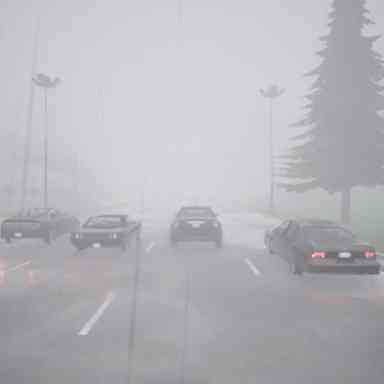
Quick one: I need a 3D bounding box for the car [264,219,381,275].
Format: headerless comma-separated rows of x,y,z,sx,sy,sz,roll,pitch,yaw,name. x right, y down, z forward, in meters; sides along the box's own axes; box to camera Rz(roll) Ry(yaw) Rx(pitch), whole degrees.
3.644,1.541,10.393,2.033,1.411,5.357,0,0,0,car

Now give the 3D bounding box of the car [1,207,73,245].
-6.820,1.465,15.499,2.128,1.511,4.902,0,0,0,car

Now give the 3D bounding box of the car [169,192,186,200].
-3.060,1.139,71.675,2.150,2.045,5.566,0,0,3,car

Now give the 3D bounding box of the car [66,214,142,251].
-3.330,1.581,13.896,1.895,1.301,4.718,0,0,0,car

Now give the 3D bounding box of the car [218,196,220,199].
5.453,1.371,81.116,1.837,1.490,4.892,0,0,17,car

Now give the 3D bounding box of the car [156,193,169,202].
-6.553,1.435,72.065,2.128,1.511,4.902,0,0,3,car

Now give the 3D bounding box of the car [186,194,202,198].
0.428,1.275,71.226,2.097,1.767,4.553,0,0,3,car

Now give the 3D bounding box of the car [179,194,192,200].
-1.571,1.260,81.996,1.837,1.490,4.892,0,0,17,car

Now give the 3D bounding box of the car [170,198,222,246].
0.178,1.335,15.212,2.097,1.767,4.553,0,0,0,car

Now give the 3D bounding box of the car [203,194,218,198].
3.921,1.464,70.847,2.033,1.411,5.357,0,0,3,car
